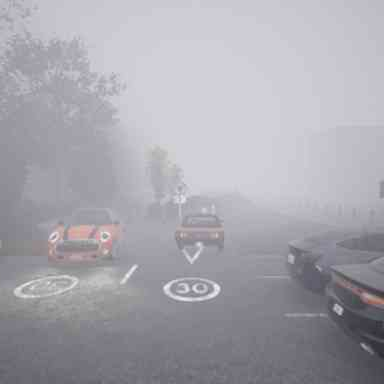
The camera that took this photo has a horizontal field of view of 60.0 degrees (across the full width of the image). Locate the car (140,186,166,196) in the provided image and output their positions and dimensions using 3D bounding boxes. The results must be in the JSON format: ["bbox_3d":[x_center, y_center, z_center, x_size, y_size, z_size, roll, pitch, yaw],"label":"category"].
[{"bbox_3d":[-8.847,-0.230,76.115,5.566,2.045,2.435,0,2,0],"label":"car"}]

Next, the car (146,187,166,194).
[{"bbox_3d":[-8.849,-0.364,81.695,4.553,1.767,2.185,0,3,0],"label":"car"}]

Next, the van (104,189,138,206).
[{"bbox_3d":[-8.700,0.635,37.210,4.442,1.987,1.878,1,0,0],"label":"van"}]

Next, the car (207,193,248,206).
[{"bbox_3d":[4.225,0.880,40.075,4.792,1.488,2.163,0,0,0],"label":"car"}]

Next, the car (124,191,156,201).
[{"bbox_3d":[-8.817,0.665,56.615,5.008,1.535,2.097,0,1,0],"label":"car"}]

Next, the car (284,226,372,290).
[{"bbox_3d":[4.565,1.543,7.479,4.792,1.488,2.163,0,0,0],"label":"car"}]

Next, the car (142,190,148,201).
[{"bbox_3d":[-8.853,0.856,45.582,4.792,1.488,2.163,0,0,0],"label":"car"}]

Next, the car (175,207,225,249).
[{"bbox_3d":[0.488,1.622,14.714,1.895,1.301,4.718,0,1,5],"label":"car"}]

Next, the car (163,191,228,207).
[{"bbox_3d":[0.305,0.991,29.043,4.892,1.490,1.837,-2,1,30],"label":"car"}]

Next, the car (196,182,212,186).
[{"bbox_3d":[4.235,-0.787,87.411,5.566,2.045,2.435,0,3,0],"label":"car"}]

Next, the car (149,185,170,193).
[{"bbox_3d":[-8.787,-0.932,90.155,5.566,2.045,2.435,0,3,0],"label":"car"}]

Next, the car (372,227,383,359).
[{"bbox_3d":[4.511,1.238,1.928,5.566,2.045,2.435,0,0,0],"label":"car"}]

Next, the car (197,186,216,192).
[{"bbox_3d":[4.079,-0.832,92.983,5.366,1.575,1.946,0,3,0],"label":"car"}]

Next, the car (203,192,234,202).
[{"bbox_3d":[4.286,0.750,54.003,4.792,1.488,2.163,0,1,0],"label":"car"}]

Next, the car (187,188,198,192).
[{"bbox_3d":[-0.278,0.393,68.391,2.033,1.411,5.357,0,2,0],"label":"car"}]

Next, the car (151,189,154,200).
[{"bbox_3d":[-9.009,0.763,51.169,5.366,1.575,1.946,0,1,0],"label":"car"}]

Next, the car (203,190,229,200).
[{"bbox_3d":[4.289,0.470,59.580,4.553,1.767,2.185,0,1,0],"label":"car"}]

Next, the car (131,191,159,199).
[{"bbox_3d":[-8.815,0.522,62.321,4.892,1.521,2.231,0,1,0],"label":"car"}]

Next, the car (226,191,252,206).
[{"bbox_3d":[4.283,0.889,37.292,4.792,1.488,2.163,0,0,0],"label":"car"}]

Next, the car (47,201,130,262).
[{"bbox_3d":[-3.723,1.398,12.427,2.097,1.767,4.553,0,0,-5],"label":"car"}]

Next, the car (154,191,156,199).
[{"bbox_3d":[-8.794,0.753,53.825,4.792,1.488,2.163,0,1,0],"label":"car"}]

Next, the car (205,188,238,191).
[{"bbox_3d":[4.224,0.716,42.861,4.553,1.767,2.185,0,0,0],"label":"car"}]

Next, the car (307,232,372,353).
[{"bbox_3d":[4.533,1.501,4.703,5.008,1.535,2.097,0,0,0],"label":"car"}]

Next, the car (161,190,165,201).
[{"bbox_3d":[-3.863,0.588,54.039,2.097,1.767,4.553,0,1,0],"label":"car"}]

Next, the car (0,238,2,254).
[{"bbox_3d":[-8.540,1.525,10.118,5.008,1.535,2.097,0,0,0],"label":"car"}]

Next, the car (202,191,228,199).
[{"bbox_3d":[4.288,0.549,62.371,4.792,1.488,2.163,0,2,0],"label":"car"}]

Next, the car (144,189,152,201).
[{"bbox_3d":[-9.009,0.798,48.374,5.366,1.575,1.946,0,1,0],"label":"car"}]

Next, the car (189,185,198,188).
[{"bbox_3d":[-0.278,-0.300,77.659,2.097,1.767,4.553,0,3,0],"label":"car"}]

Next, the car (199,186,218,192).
[{"bbox_3d":[4.227,0.549,48.432,5.566,2.045,2.435,0,1,0],"label":"car"}]

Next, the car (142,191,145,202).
[{"bbox_3d":[-8.828,0.883,42.670,4.674,1.452,2.002,0,0,0],"label":"car"}]

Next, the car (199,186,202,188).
[{"bbox_3d":[4.229,0.117,70.716,4.553,1.767,2.185,0,2,0],"label":"car"}]

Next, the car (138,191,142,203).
[{"bbox_3d":[-8.828,0.891,39.885,4.674,1.452,2.002,0,0,0],"label":"car"}]
